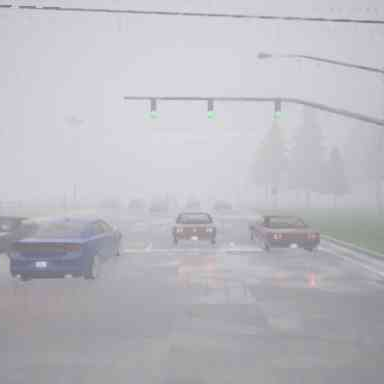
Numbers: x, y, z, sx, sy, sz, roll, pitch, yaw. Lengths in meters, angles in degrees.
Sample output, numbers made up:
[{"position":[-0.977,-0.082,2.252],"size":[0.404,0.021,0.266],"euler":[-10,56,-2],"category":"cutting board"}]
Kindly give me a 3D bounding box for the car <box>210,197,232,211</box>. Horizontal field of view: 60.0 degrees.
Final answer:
[{"position":[3.607,1.611,39.919],"size":[1.895,1.301,4.718],"euler":[0,0,0],"category":"car"}]

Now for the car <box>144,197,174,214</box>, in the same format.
[{"position":[-3.395,1.556,35.169],"size":[2.033,1.411,5.357],"euler":[0,0,0],"category":"car"}]

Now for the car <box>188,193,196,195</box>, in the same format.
[{"position":[0.009,1.232,66.211],"size":[2.150,2.045,5.566],"euler":[0,-1,0],"category":"car"}]

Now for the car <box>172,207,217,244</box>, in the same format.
[{"position":[0.104,1.605,15.943],"size":[1.895,1.301,4.718],"euler":[0,0,0],"category":"car"}]

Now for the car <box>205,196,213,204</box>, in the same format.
[{"position":[3.545,1.564,64.696],"size":[2.033,1.411,5.357],"euler":[0,0,1],"category":"car"}]

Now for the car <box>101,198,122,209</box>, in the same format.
[{"position":[-10.394,1.503,42.998],"size":[2.128,1.511,4.902],"euler":[0,0,0],"category":"car"}]

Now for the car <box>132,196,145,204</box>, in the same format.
[{"position":[-10.491,1.579,65.785],"size":[1.994,1.385,4.181],"euler":[0,0,0],"category":"car"}]

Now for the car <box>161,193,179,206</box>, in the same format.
[{"position":[-3.486,1.238,55.353],"size":[2.150,2.045,5.566],"euler":[0,0,0],"category":"car"}]

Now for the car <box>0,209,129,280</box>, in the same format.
[{"position":[-3.399,1.480,9.975],"size":[1.882,1.535,5.008],"euler":[0,0,0],"category":"car"}]

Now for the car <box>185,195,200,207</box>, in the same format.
[{"position":[0.106,1.537,43.692],"size":[1.812,1.442,4.674],"euler":[0,0,0],"category":"car"}]

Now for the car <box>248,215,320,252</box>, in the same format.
[{"position":[3.600,1.604,13.972],"size":[1.895,1.301,4.718],"euler":[0,0,0],"category":"car"}]

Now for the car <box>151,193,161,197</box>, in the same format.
[{"position":[-6.982,1.237,66.594],"size":[2.150,2.045,5.566],"euler":[0,0,0],"category":"car"}]

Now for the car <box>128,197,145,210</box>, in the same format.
[{"position":[-6.892,1.516,42.177],"size":[1.837,1.490,4.892],"euler":[0,0,0],"category":"car"}]

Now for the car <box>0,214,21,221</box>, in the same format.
[{"position":[-6.898,1.604,12.779],"size":[1.895,1.301,4.718],"euler":[0,0,0],"category":"car"}]
